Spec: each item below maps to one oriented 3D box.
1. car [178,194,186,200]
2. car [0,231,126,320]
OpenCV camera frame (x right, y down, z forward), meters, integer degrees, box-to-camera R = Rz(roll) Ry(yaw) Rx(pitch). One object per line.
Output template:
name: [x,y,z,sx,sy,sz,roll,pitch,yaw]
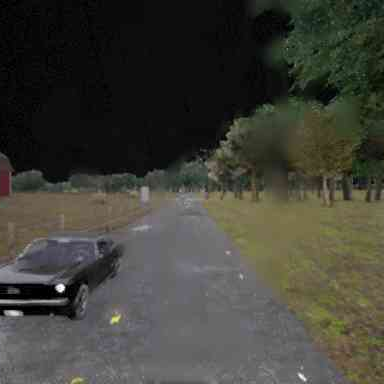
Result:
car: [-2.727,1.442,94.578,2.097,1.767,4.553,0,0,0]
car: [-2.847,1.641,7.515,1.895,1.301,4.718,0,0,0]
